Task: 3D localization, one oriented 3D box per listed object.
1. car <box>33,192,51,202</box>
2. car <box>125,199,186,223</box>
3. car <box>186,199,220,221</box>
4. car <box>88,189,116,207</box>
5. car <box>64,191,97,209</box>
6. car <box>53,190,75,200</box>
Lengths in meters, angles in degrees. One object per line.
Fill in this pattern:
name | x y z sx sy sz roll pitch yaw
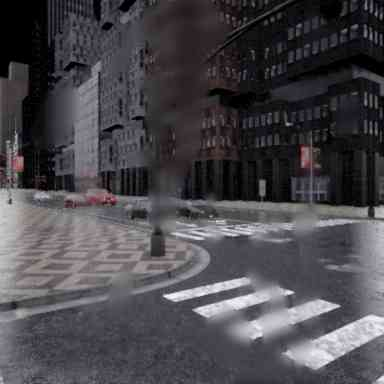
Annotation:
car | -23.091 0.798 51.172 1.812 1.442 4.674 0 1 -36
car | -2.932 1.278 23.281 2.033 1.411 5.357 0 1 -35
car | -0.328 1.272 25.140 2.033 1.411 5.357 0 1 -39
car | -11.052 0.685 39.970 2.150 2.045 5.566 0 1 -36
car | -12.551 0.975 36.502 1.882 1.535 5.008 0 1 -36
car | -20.461 0.400 53.081 2.128 1.511 4.902 0 1 -36
